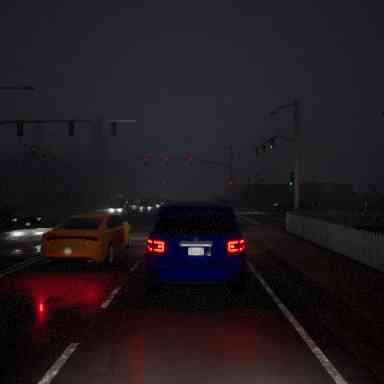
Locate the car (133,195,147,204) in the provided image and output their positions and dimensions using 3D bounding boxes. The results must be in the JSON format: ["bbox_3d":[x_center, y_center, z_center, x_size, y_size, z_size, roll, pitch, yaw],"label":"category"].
[{"bbox_3d":[-10.354,1.478,66.688,1.882,1.535,5.008,0,0,1],"label":"car"}]

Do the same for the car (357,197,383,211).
[{"bbox_3d":[20.518,1.352,36.268,4.553,1.767,2.097,0,0,-1],"label":"car"}]

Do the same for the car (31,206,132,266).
[{"bbox_3d":[-3.395,1.478,11.619,1.882,1.535,5.008,0,0,0],"label":"car"}]

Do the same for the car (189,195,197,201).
[{"bbox_3d":[0.221,1.540,88.985,2.033,1.411,5.357,0,0,0],"label":"car"}]

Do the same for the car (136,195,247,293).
[{"bbox_3d":[0.085,1.221,8.996,2.150,2.045,5.566,0,0,0],"label":"car"}]

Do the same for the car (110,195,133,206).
[{"bbox_3d":[-10.477,1.492,48.207,2.128,1.511,4.902,0,0,0],"label":"car"}]

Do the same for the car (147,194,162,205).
[{"bbox_3d":[-6.911,1.352,61.686,2.097,1.767,4.553,0,0,0],"label":"car"}]

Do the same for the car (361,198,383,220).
[{"bbox_3d":[16.147,1.477,25.470,5.008,1.535,1.882,0,0,-1],"label":"car"}]

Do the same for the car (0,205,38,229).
[{"bbox_3d":[-11.547,1.547,21.981,2.033,1.411,5.357,0,0,-40],"label":"car"}]

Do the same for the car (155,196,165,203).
[{"bbox_3d":[-6.822,1.524,71.685,1.812,1.442,4.674,0,0,0],"label":"car"}]

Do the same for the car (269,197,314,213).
[{"bbox_3d":[10.736,1.352,36.049,4.553,1.767,2.097,0,0,-1],"label":"car"}]

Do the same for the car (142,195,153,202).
[{"bbox_3d":[-10.309,1.524,76.943,1.812,1.442,4.674,0,0,0],"label":"car"}]

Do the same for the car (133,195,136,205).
[{"bbox_3d":[-10.436,1.352,57.419,2.097,1.767,4.553,0,0,0],"label":"car"}]

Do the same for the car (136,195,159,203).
[{"bbox_3d":[-6.966,1.547,52.205,2.033,1.411,5.357,0,0,0],"label":"car"}]
